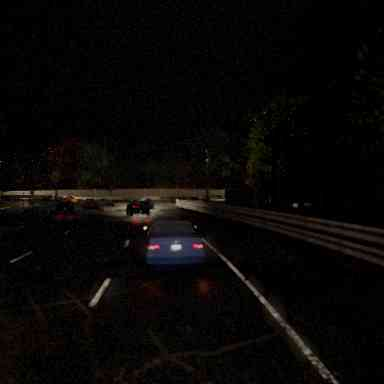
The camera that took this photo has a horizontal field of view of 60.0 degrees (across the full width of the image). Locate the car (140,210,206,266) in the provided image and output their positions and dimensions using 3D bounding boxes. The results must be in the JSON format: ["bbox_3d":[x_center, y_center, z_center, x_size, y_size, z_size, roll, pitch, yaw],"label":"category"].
[{"bbox_3d":[-0.717,1.572,11.654,2.033,1.411,5.357,0,0,-6],"label":"car"}]

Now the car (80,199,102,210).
[{"bbox_3d":[-14.066,1.696,45.731,1.994,1.385,4.181,0,0,-25],"label":"car"}]

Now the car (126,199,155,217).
[{"bbox_3d":[-5.421,1.572,32.939,2.128,1.511,4.902,0,0,-17],"label":"car"}]

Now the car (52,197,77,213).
[{"bbox_3d":[-14.562,1.611,38.149,2.128,1.511,4.902,0,0,-21],"label":"car"}]

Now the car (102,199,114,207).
[{"bbox_3d":[-13.893,1.746,52.880,1.895,1.301,4.718,0,0,-29],"label":"car"}]

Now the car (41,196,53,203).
[{"bbox_3d":[-34.882,1.791,80.839,4.902,1.511,2.128,0,0,44],"label":"car"}]
